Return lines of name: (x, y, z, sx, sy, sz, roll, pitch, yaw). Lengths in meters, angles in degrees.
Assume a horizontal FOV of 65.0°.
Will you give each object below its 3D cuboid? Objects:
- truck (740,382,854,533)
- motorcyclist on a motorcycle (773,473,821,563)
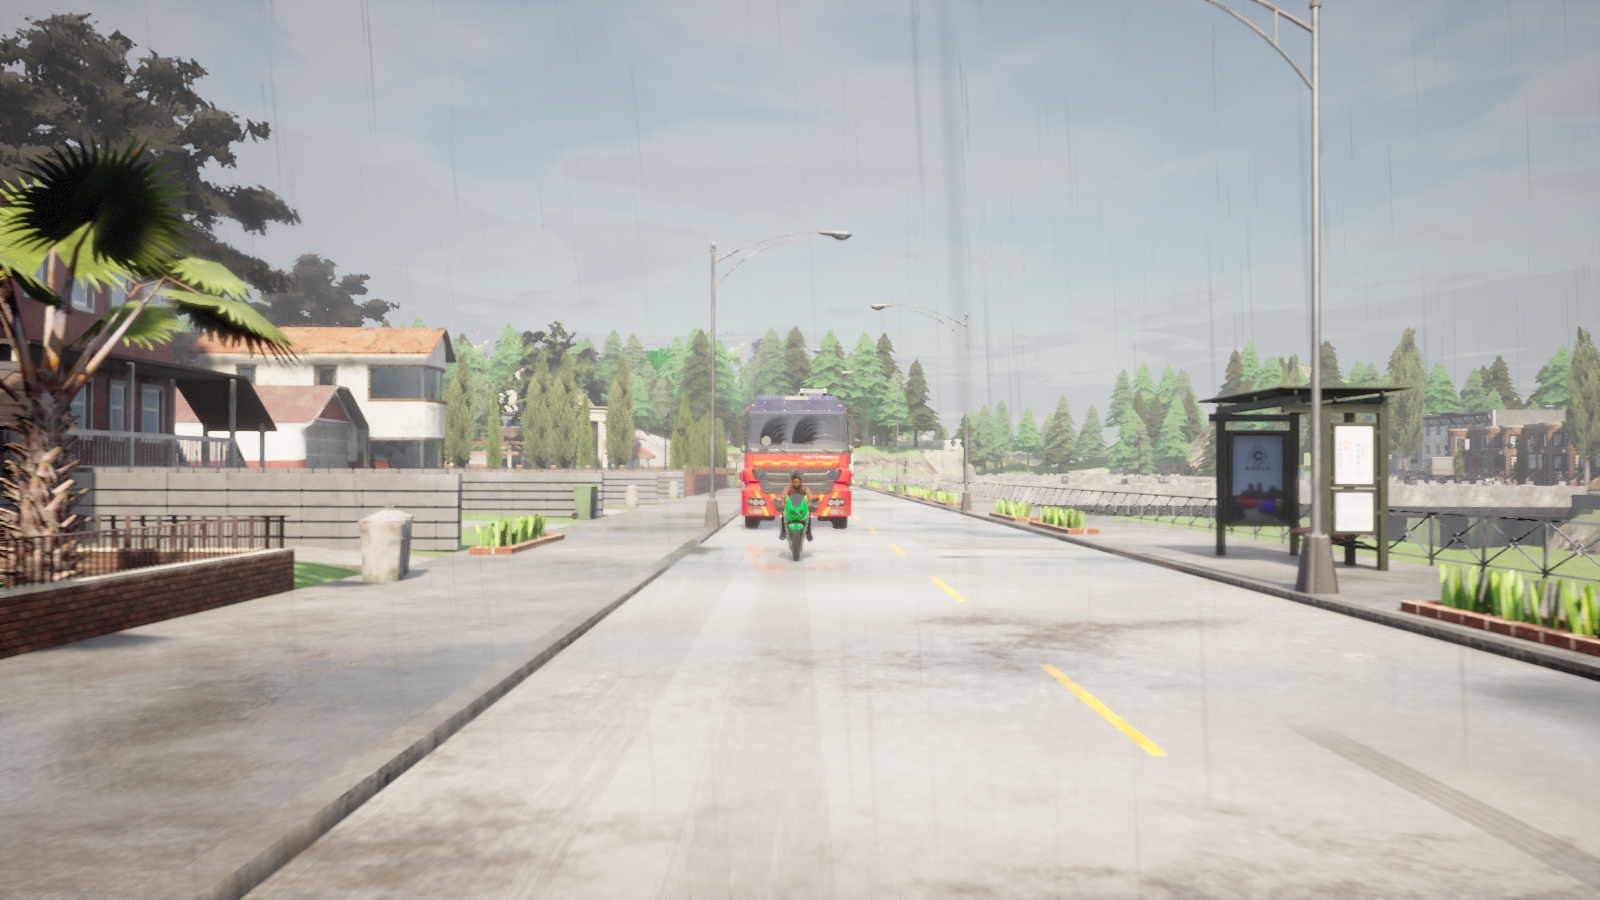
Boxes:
truck: (-0.091, 0.258, 36.298, 2.891, 3.827, 8.468, 0, -1, 0)
motorcyclist on a motorcycle: (-0.053, 1.169, 22.238, 0.797, 1.523, 2.044, 0, -1, 0)
